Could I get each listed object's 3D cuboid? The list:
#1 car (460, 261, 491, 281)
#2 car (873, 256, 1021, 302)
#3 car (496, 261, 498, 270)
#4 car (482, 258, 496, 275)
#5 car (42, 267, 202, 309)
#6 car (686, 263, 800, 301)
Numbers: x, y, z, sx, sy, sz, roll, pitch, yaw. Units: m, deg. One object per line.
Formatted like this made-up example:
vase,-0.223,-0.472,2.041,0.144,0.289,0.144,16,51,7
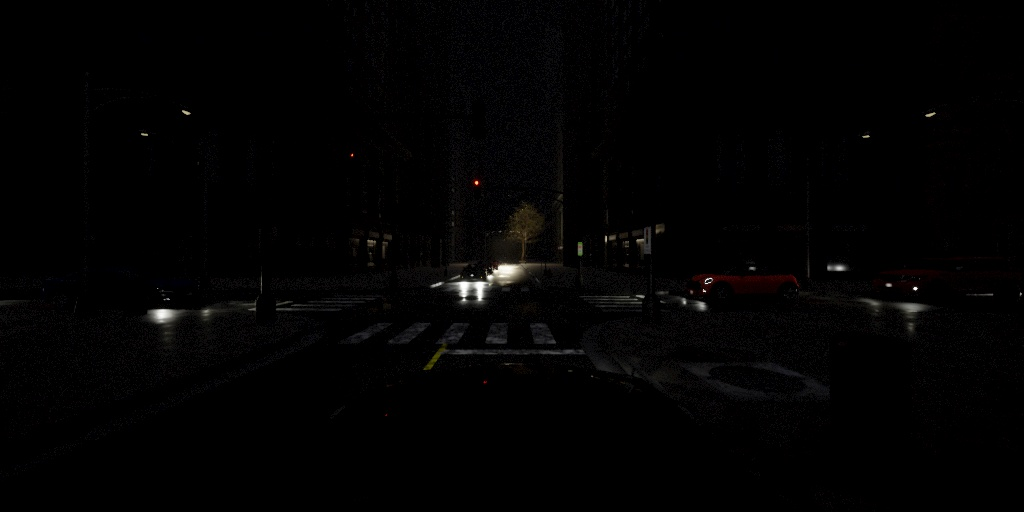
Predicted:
car,-3.082,1.314,29.648,1.994,1.385,4.181,0,0,0
car,20.690,1.038,17.034,5.566,2.045,2.150,0,0,1
car,-3.052,1.119,51.349,2.097,1.767,4.553,0,0,0
car,-3.075,1.232,39.632,1.882,1.535,5.008,0,0,0
car,-14.903,1.177,13.863,5.008,1.535,1.882,0,0,2
car,10.789,1.138,17.048,4.553,1.767,2.097,0,0,0
